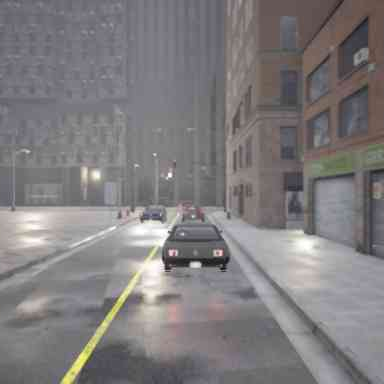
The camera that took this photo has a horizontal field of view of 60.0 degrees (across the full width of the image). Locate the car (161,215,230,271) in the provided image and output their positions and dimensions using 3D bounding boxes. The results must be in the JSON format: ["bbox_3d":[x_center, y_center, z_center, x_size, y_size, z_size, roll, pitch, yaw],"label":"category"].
[{"bbox_3d":[0.101,1.679,11.138,1.895,1.301,4.718,0,0,0],"label":"car"}]

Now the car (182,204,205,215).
[{"bbox_3d":[0.108,1.722,27.963,1.812,1.442,4.674,0,0,0],"label":"car"}]

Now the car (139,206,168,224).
[{"bbox_3d":[-3.058,1.791,27.047,1.895,1.301,4.718,0,0,0],"label":"car"}]
